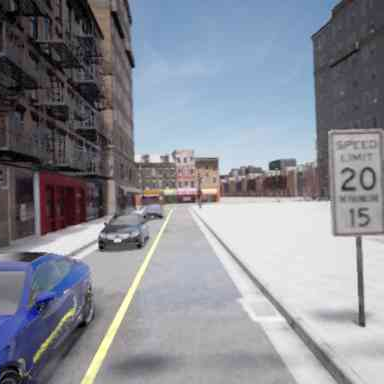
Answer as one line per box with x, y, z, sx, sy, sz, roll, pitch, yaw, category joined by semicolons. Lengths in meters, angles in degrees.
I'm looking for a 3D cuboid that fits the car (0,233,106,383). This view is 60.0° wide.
-2.665;1.640;4.523;1.812;1.442;4.674;-2;0;-2;car

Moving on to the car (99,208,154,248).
-3.083;1.726;15.778;1.812;1.442;4.674;-2;0;-2;car

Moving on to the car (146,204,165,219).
-3.665;1.885;32.708;2.033;1.411;5.357;-2;0;-2;car

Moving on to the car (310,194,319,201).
26.884;1.003;68.650;4.902;1.511;2.128;-2;-1;-11;car
